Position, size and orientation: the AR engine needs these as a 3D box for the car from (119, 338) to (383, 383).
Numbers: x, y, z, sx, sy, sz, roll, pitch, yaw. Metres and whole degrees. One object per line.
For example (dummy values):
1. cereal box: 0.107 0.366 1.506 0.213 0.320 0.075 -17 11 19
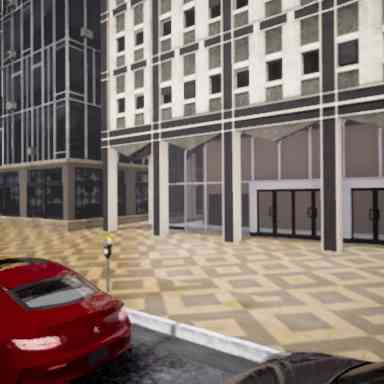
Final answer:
1. car: 1.909 1.558 1.513 4.313 1.339 1.947 -1 0 35

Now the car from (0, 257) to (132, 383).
1. car: -2.691 1.627 4.792 4.206 1.307 1.802 -1 0 35
